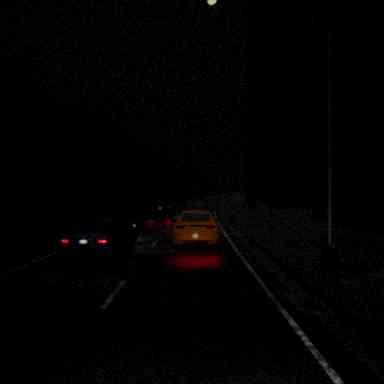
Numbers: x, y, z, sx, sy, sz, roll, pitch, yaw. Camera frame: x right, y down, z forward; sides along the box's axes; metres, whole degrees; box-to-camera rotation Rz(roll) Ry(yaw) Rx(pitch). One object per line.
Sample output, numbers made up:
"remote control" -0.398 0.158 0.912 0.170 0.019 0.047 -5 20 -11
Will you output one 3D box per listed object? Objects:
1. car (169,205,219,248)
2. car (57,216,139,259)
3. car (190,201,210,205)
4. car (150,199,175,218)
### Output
"car" 0.176 1.563 15.385 1.882 1.535 5.008 0 0 1
"car" -3.364 1.620 12.891 2.033 1.411 5.357 0 0 1
"car" 0.816 1.662 34.180 1.882 1.535 5.008 0 0 3
"car" -2.778 1.527 32.423 2.097 1.767 4.553 0 0 3
